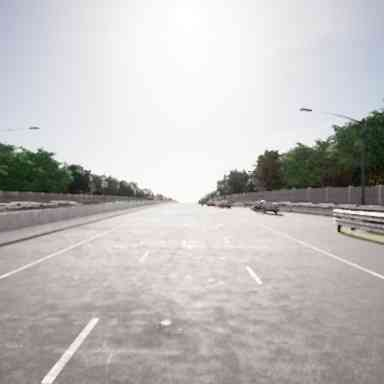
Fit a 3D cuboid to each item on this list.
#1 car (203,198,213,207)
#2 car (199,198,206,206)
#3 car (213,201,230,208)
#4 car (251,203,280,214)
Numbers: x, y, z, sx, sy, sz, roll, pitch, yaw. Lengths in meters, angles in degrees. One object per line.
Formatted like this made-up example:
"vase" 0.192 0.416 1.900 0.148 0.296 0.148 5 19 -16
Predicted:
"car" 4.359 2.739 76.836 1.994 1.385 4.181 0 -2 -4
"car" 3.479 2.774 90.423 2.150 2.045 5.566 0 -2 0
"car" 5.925 2.373 62.989 1.994 1.385 4.181 0 -1 -7
"car" 9.523 2.077 43.463 2.033 1.411 5.357 0 -1 -12
